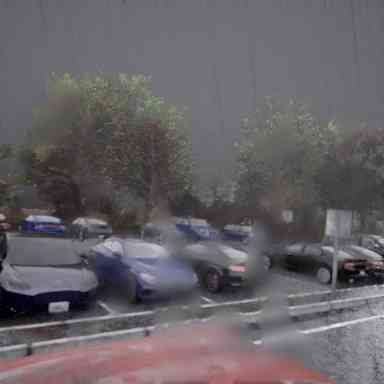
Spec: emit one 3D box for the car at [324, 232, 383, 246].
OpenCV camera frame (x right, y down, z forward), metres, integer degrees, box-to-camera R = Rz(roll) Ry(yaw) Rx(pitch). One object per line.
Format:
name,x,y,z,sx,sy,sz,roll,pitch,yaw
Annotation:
car,9.781,3.352,18.215,2.435,2.045,5.566,8,-4,-36

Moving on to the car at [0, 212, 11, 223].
car,-11.340,1.762,18.502,2.097,1.535,5.008,8,-4,-36

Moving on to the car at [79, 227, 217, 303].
car,-1.653,2.115,10.002,2.002,1.452,4.674,8,-4,-36

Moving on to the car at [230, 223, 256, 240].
car,4.645,3.765,29.971,2.185,1.767,4.553,8,-5,-36

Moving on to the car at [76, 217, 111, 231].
car,-6.788,2.377,21.788,2.231,1.521,4.892,8,-4,-36

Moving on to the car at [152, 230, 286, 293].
car,0.628,2.422,11.642,2.002,1.452,4.674,8,-4,-36

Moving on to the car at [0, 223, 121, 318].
car,-3.911,1.798,8.333,2.163,1.488,4.792,8,-5,-36

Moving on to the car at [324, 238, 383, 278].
car,7.463,3.338,16.574,2.002,1.452,4.674,8,-4,-36

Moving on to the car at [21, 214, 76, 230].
car,-9.063,2.069,20.145,2.097,1.535,5.008,8,-4,-36

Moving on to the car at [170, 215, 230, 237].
car,-0.025,3.028,26.644,2.435,2.045,5.566,8,-4,-36

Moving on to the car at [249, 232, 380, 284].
car,5.188,2.994,14.929,2.097,1.535,5.008,8,-4,-36

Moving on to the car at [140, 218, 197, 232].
car,-2.244,2.988,25.085,2.231,1.521,4.892,8,-4,-36
